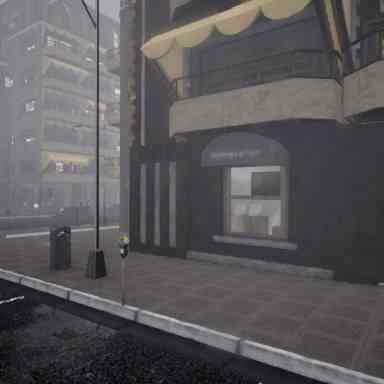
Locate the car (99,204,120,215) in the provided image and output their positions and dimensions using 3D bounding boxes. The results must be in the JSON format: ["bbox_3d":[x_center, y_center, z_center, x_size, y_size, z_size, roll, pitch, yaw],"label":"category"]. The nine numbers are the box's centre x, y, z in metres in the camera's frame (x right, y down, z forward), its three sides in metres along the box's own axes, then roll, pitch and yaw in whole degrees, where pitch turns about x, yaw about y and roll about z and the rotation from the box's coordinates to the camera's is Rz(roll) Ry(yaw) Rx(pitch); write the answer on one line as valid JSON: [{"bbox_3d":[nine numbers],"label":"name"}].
[{"bbox_3d":[-9.407,2.063,39.871,1.802,1.307,4.206,-1,-1,35],"label":"car"}]

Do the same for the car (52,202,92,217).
[{"bbox_3d":[-12.690,1.821,35.246,1.967,1.590,4.097,-1,-1,35],"label":"car"}]
